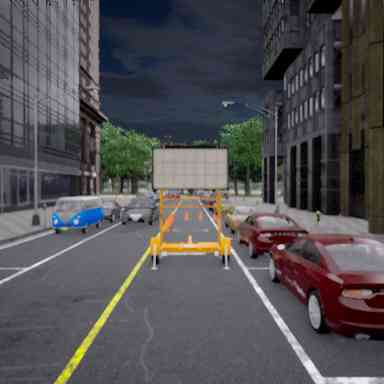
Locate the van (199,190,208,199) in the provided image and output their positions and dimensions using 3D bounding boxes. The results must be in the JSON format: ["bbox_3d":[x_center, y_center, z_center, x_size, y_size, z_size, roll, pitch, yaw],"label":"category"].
[{"bbox_3d":[2.428,0.483,71.704,1.690,1.788,3.998,0,1,0],"label":"van"}]

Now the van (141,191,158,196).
[{"bbox_3d":[-5.970,0.801,44.478,1.690,1.788,3.998,0,1,0],"label":"van"}]

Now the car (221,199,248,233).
[{"bbox_3d":[2.681,1.310,17.504,1.752,1.417,4.829,0,1,0],"label":"car"}]

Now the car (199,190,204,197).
[{"bbox_3d":[2.504,0.772,55.393,1.967,1.590,4.097,0,1,0],"label":"car"}]

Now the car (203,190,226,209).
[{"bbox_3d":[2.606,0.904,33.643,2.192,1.841,5.009,0,1,0],"label":"car"}]

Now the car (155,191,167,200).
[{"bbox_3d":[-6.072,0.645,66.228,1.967,1.590,4.097,0,1,0],"label":"car"}]

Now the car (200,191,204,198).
[{"bbox_3d":[2.530,0.940,49.958,1.887,1.381,4.507,0,1,0],"label":"car"}]

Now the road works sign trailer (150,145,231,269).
[{"bbox_3d":[-0.048,0.333,10.576,2.380,3.560,2.880,0,1,0],"label":"road works sign trailer"}]

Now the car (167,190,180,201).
[{"bbox_3d":[-3.329,0.487,61.040,2.150,2.045,5.566,0,1,0],"label":"car"}]

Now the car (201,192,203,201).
[{"bbox_3d":[2.554,0.983,44.690,1.752,1.417,4.829,0,1,0],"label":"car"}]

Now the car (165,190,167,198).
[{"bbox_3d":[-6.046,0.795,60.622,1.752,1.417,4.829,0,1,0],"label":"car"}]

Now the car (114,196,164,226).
[{"bbox_3d":[-3.198,1.230,21.224,2.128,1.511,4.902,0,1,0],"label":"car"}]

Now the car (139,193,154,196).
[{"bbox_3d":[-5.945,1.090,39.044,1.947,1.339,4.313,0,1,0],"label":"car"}]

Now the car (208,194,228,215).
[{"bbox_3d":[2.630,1.178,28.378,1.752,1.417,4.829,0,1,0],"label":"car"}]

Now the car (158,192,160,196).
[{"bbox_3d":[-5.995,0.923,49.748,1.752,1.417,4.829,0,1,0],"label":"car"}]

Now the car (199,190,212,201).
[{"bbox_3d":[2.478,0.583,60.829,2.192,1.841,5.009,0,1,0],"label":"car"}]

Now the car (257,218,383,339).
[{"bbox_3d":[2.733,1.464,6.461,1.887,1.381,4.507,0,1,0],"label":"car"}]

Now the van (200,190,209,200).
[{"bbox_3d":[2.453,0.546,66.266,1.690,1.788,3.998,0,1,0],"label":"van"}]

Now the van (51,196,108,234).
[{"bbox_3d":[-5.843,1.127,17.293,1.690,1.788,3.998,0,1,0],"label":"van"}]

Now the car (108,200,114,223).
[{"bbox_3d":[-5.868,1.271,22.732,2.008,1.369,4.403,0,1,0],"label":"car"}]

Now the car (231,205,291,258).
[{"bbox_3d":[2.708,1.397,11.898,1.887,1.381,4.507,0,1,0],"label":"car"}]

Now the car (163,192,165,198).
[{"bbox_3d":[-6.021,0.897,55.355,1.947,1.339,4.313,0,1,0],"label":"car"}]

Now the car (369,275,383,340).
[{"bbox_3d":[2.758,1.537,1.023,2.008,1.369,4.403,0,1,0],"label":"car"}]

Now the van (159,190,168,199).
[{"bbox_3d":[-6.097,0.483,71.664,1.690,1.788,3.998,0,1,0],"label":"van"}]
